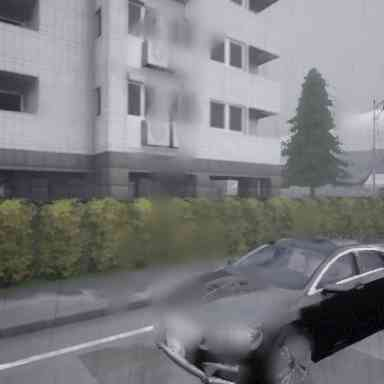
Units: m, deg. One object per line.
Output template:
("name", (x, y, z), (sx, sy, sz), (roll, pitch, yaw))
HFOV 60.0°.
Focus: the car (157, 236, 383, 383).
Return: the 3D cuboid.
("car", (1.807, 1.522, 5.279), (4.902, 1.511, 2.128), (1, 0, -36))
